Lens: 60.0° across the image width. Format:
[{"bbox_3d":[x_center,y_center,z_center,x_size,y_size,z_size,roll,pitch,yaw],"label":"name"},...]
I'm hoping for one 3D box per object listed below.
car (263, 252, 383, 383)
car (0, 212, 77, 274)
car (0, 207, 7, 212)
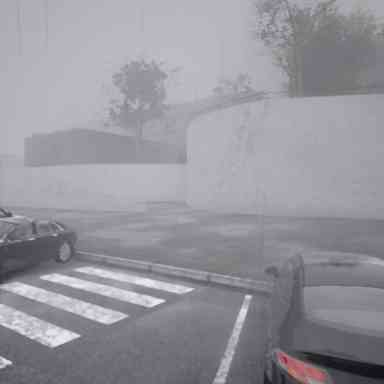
[{"bbox_3d":[1.957,1.533,4.396,2.002,1.452,4.674,0,-1,15],"label":"car"},{"bbox_3d":[-5.313,1.507,9.599,2.231,1.521,4.892,0,-1,15],"label":"car"},{"bbox_3d":[-7.746,1.263,11.358,2.435,2.045,5.566,0,-1,15],"label":"car"}]
